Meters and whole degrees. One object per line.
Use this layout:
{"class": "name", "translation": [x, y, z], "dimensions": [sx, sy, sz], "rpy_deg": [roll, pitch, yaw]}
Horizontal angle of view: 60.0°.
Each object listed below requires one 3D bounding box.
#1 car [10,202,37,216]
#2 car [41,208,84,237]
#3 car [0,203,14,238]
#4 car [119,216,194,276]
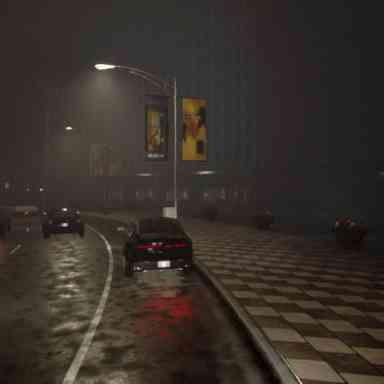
{"class": "car", "translation": [-16.598, 1.585, 31.669], "dimensions": [4.718, 1.301, 1.895], "rpy_deg": [0, 0, 44]}
{"class": "car", "translation": [-7.068, 1.558, 18.055], "dimensions": [1.994, 1.385, 4.181], "rpy_deg": [0, 0, -25]}
{"class": "car", "translation": [-10.488, 1.515, 17.117], "dimensions": [1.812, 1.442, 4.674], "rpy_deg": [0, 0, -25]}
{"class": "car", "translation": [-1.230, 1.503, 10.445], "dimensions": [1.837, 1.490, 4.892], "rpy_deg": [0, 0, -13]}
